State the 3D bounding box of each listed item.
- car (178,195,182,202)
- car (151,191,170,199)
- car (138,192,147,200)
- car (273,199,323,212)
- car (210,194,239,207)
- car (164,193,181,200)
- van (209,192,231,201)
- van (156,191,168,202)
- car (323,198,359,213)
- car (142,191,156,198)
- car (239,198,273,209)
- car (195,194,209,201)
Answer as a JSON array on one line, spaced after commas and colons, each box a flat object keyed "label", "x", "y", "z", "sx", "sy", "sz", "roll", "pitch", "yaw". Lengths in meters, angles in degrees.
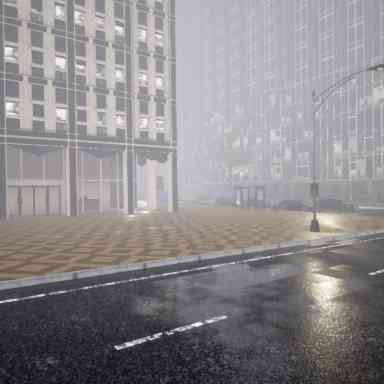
[{"label": "car", "x": -4.011, "y": 1.074, "z": 62.834, "sx": 2.033, "sy": 1.411, "sz": 5.357, "roll": -1, "pitch": 1, "yaw": -34}, {"label": "car", "x": -7.467, "y": 0.614, "z": 77.922, "sx": 2.192, "sy": 1.841, "sz": 5.009, "roll": 0, "pitch": 1, "yaw": -35}, {"label": "car", "x": -11.153, "y": 1.039, "z": 68.495, "sx": 2.008, "sy": 1.369, "sz": 4.403, "roll": 0, "pitch": 1, "yaw": -35}, {"label": "car", "x": 11.280, "y": 1.423, "z": 35.637, "sx": 1.947, "sy": 1.339, "sz": 4.313, "roll": 0, "pitch": 1, "yaw": -35}, {"label": "car", "x": 4.902, "y": 1.319, "z": 45.049, "sx": 1.947, "sy": 1.339, "sz": 4.313, "roll": 0, "pitch": 1, "yaw": -34}, {"label": "car", "x": -4.247, "y": 0.935, "z": 73.242, "sx": 1.802, "sy": 1.307, "sz": 4.206, "roll": 0, "pitch": 1, "yaw": -35}, {"label": "van", "x": 5.412, "y": 0.854, "z": 59.188, "sx": 1.690, "sy": 1.788, "sz": 3.998, "roll": 0, "pitch": 1, "yaw": -35}, {"label": "van", "x": -4.713, "y": 0.936, "z": 59.125, "sx": 1.690, "sy": 1.788, "sz": 3.998, "roll": 0, "pitch": 1, "yaw": -34}, {"label": "car", "x": 15.039, "y": 1.364, "z": 34.955, "sx": 1.812, "sy": 1.442, "sz": 4.674, "roll": -1, "pitch": 1, "yaw": -34}, {"label": "car", "x": -10.687, "y": 0.685, "z": 82.606, "sx": 1.967, "sy": 1.590, "sz": 4.097, "roll": 0, "pitch": 1, "yaw": -34}, {"label": "car", "x": 8.074, "y": 1.387, "z": 40.333, "sx": 1.802, "sy": 1.307, "sz": 4.206, "roll": 0, "pitch": 1, "yaw": -34}, {"label": "car", "x": 2.193, "y": 1.042, "z": 63.874, "sx": 1.802, "sy": 1.307, "sz": 4.206, "roll": 0, "pitch": 1, "yaw": -35}]
